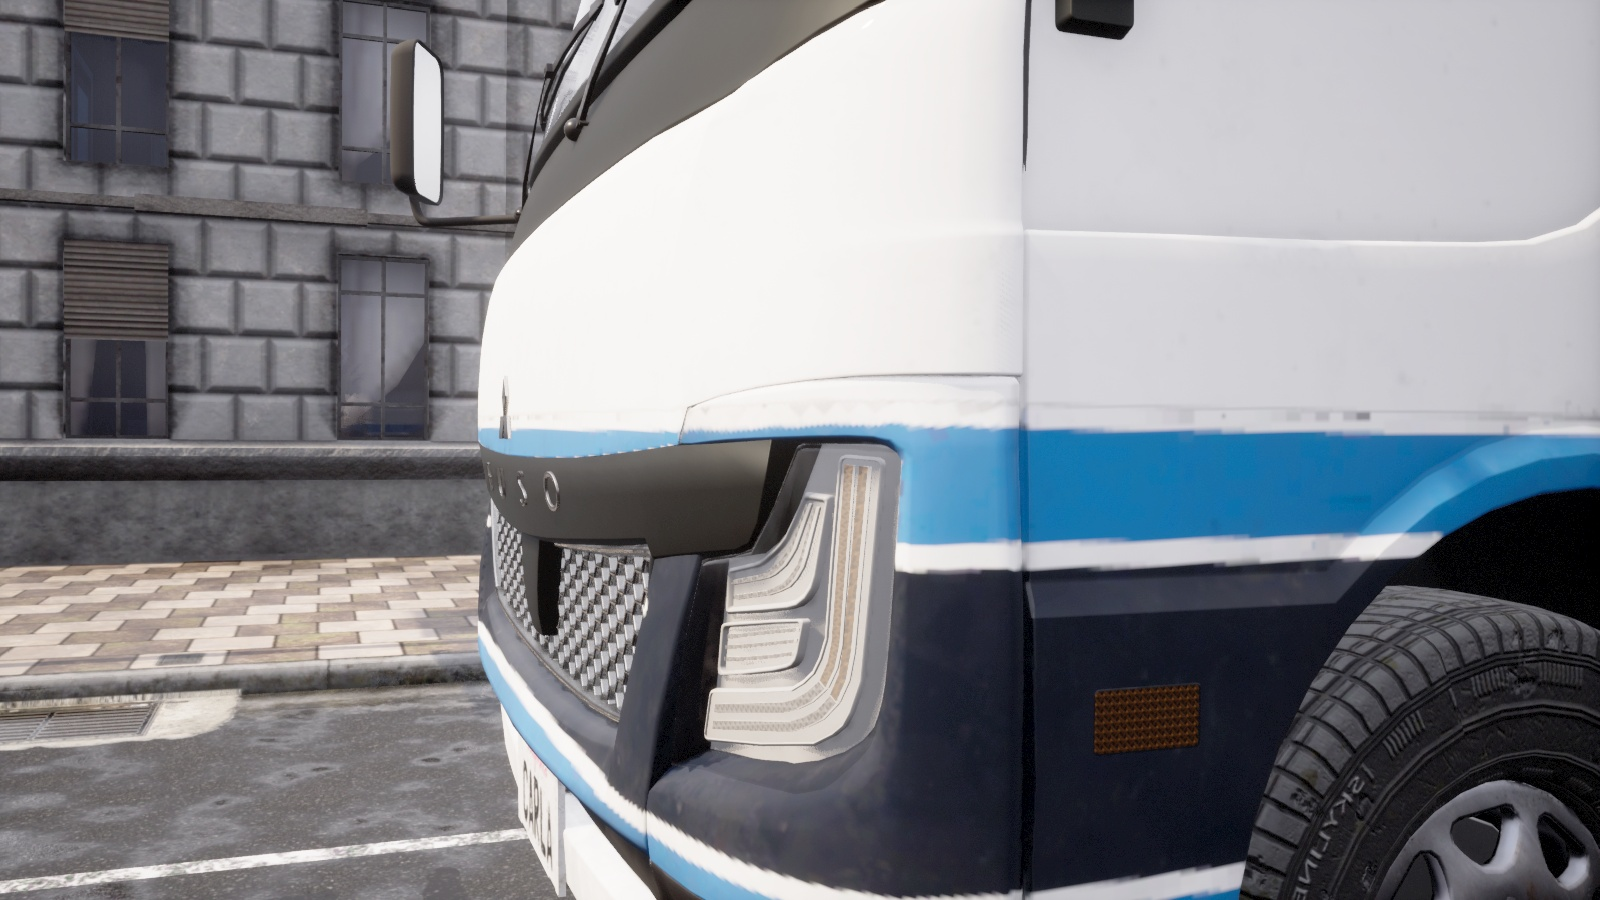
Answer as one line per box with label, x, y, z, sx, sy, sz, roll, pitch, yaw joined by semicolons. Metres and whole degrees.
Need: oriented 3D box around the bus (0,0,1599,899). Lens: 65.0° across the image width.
bus;3.496;-0.691;4.578;10.273;4.253;3.944;-1;1;-21
